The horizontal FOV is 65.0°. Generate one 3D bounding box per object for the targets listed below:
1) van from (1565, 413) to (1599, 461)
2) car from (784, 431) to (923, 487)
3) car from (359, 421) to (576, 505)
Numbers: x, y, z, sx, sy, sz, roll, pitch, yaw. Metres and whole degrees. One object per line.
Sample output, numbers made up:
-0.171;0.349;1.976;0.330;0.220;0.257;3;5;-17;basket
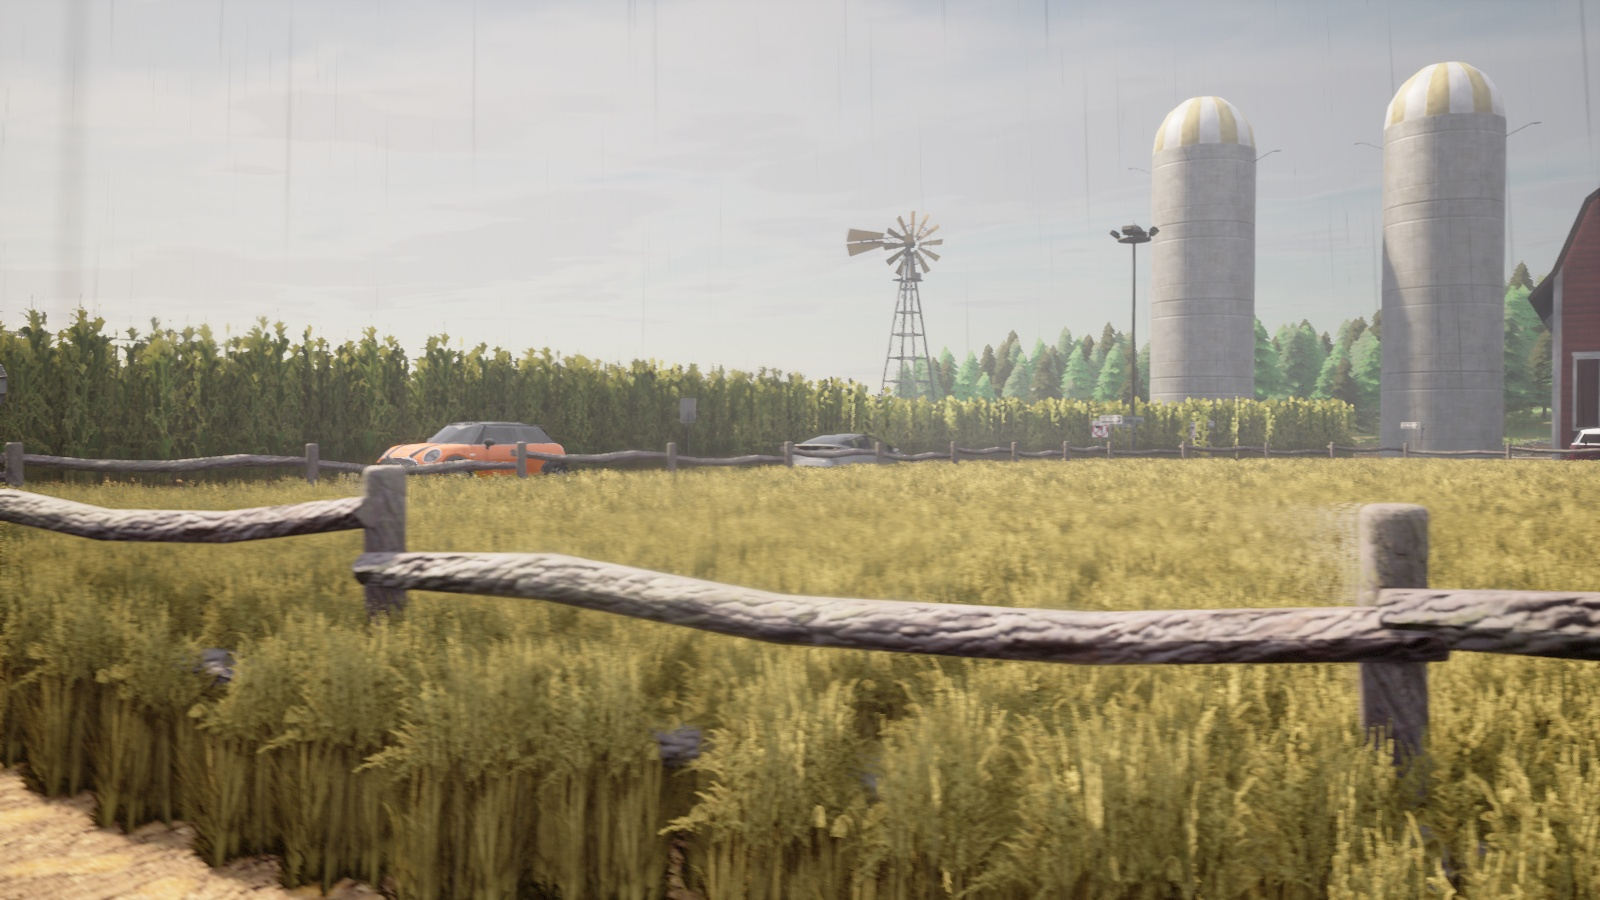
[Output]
35.177;-0.565;53.386;4.480;2.038;2.069;0;1;30;van
1.638;0.223;36.921;2.007;1.525;4.514;0;1;34;car
-7.514;0.265;28.838;2.097;1.767;4.553;0;0;34;car
